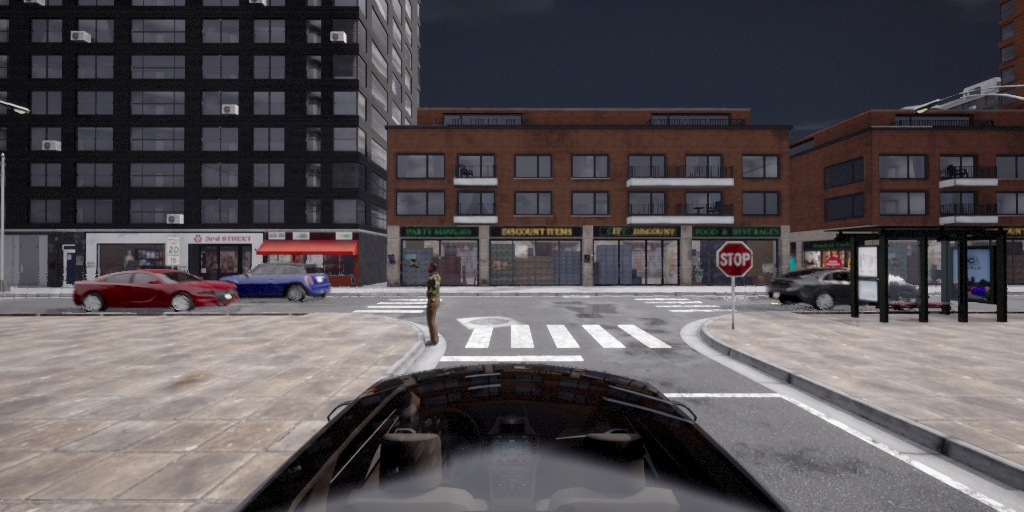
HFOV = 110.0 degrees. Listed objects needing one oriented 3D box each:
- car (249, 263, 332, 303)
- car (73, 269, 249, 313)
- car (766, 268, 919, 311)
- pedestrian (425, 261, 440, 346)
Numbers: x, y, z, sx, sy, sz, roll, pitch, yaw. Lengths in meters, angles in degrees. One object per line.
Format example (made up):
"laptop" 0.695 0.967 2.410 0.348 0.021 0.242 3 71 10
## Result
"car" -10.851 1.126 16.305 4.553 1.767 2.097 0 0 0
"car" -13.075 1.235 13.344 5.008 1.535 1.882 0 0 0
"car" 12.323 1.216 13.431 4.892 1.490 1.837 0 0 0
"pedestrian" -1.765 1.045 7.999 0.375 1.860 0.375 0 0 0
